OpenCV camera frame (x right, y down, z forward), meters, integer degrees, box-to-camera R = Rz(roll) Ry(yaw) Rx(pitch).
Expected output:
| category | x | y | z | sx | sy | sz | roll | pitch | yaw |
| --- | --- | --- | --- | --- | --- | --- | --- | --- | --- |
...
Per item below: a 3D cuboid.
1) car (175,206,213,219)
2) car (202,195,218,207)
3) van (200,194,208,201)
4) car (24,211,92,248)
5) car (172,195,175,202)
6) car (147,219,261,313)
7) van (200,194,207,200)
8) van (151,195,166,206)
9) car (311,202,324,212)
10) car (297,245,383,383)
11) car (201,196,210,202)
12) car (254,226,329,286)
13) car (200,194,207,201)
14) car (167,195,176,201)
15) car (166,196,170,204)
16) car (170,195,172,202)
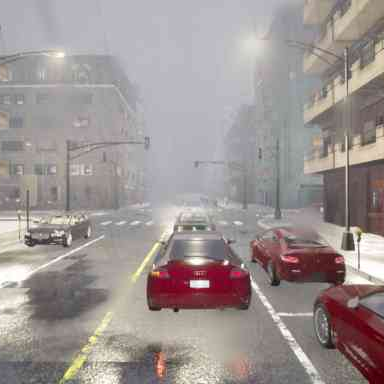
| category | x | y | z | sx | sy | sz | roll | pitch | yaw |
| --- | --- | --- | --- | --- | --- | --- | --- | --- | --- |
| car | 0.107 | 1.604 | 16.597 | 1.895 | 1.301 | 4.718 | 0 | 0 | 0 |
| car | 2.978 | 1.558 | 51.179 | 2.008 | 1.369 | 4.403 | 1 | 0 | 0 |
| van | 3.112 | 1.349 | 86.777 | 1.690 | 1.788 | 3.998 | 1 | 0 | 0 |
| car | -5.766 | 1.554 | 14.798 | 2.008 | 1.369 | 4.403 | 1 | 0 | 0 |
| car | -5.347 | 1.575 | 75.518 | 1.947 | 1.339 | 4.313 | 1 | 0 | 0 |
| car | 0.108 | 1.566 | 7.779 | 1.994 | 1.385 | 4.181 | 0 | 0 | -1 |
| van | 3.150 | 1.349 | 92.448 | 1.690 | 1.788 | 3.998 | 1 | 0 | 0 |
| van | -5.570 | 1.349 | 52.843 | 1.690 | 1.788 | 3.998 | 1 | 0 | 0 |
| car | 15.558 | 1.518 | 36.948 | 4.507 | 1.381 | 1.887 | 0 | -1 | 1 |
| car | 2.669 | 1.583 | 3.386 | 1.802 | 1.307 | 4.206 | 1 | 0 | 0 |
| car | 3.033 | 1.590 | 75.437 | 1.802 | 1.307 | 4.206 | 1 | 0 | 0 |
| car | 2.670 | 1.584 | 9.057 | 1.802 | 1.307 | 4.206 | 1 | 0 | 0 |
| car | 2.995 | 1.558 | 69.767 | 2.008 | 1.369 | 4.403 | 1 | 0 | 0 |
| car | -5.271 | 1.554 | 86.858 | 1.887 | 1.381 | 4.507 | 1 | 0 | 0 |
| car | -5.460 | 1.574 | 58.506 | 1.947 | 1.339 | 4.313 | 1 | 0 | 0 |
| car | -5.421 | 1.448 | 64.176 | 1.967 | 1.590 | 4.097 | 1 | 0 | 0 |
